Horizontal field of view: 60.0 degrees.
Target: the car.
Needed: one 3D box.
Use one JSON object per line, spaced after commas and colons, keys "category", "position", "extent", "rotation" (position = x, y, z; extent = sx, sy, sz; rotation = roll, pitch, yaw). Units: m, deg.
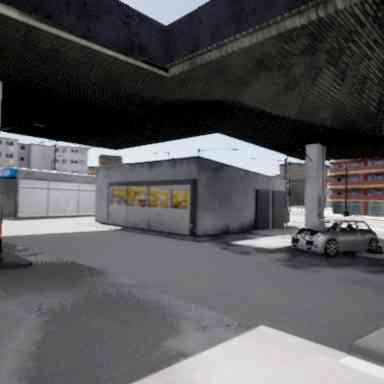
{"category": "car", "position": [6.352, 1.959, 14.874], "extent": [3.806, 1.475, 1.970], "rotation": [2, -1, -25]}
